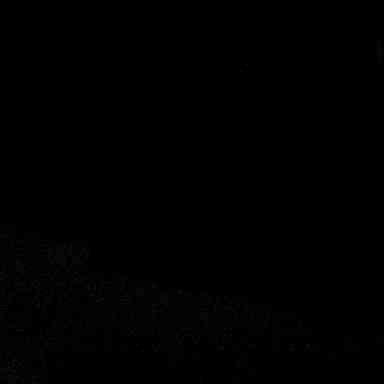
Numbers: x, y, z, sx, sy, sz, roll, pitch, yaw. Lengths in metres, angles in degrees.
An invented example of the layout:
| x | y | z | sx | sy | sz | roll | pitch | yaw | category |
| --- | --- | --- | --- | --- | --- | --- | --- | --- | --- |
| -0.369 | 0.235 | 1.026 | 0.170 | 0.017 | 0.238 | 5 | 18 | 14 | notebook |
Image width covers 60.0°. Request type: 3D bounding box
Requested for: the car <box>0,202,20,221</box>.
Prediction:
| x | y | z | sx | sy | sz | roll | pitch | yaw | category |
| --- | --- | --- | --- | --- | --- | --- | --- | --- | --- |
| -14.523 | 1.518 | 24.811 | 1.812 | 1.442 | 4.674 | 0 | 0 | 36 | car |
